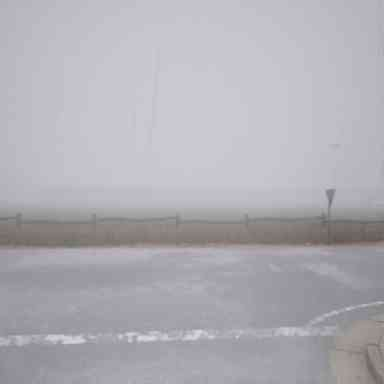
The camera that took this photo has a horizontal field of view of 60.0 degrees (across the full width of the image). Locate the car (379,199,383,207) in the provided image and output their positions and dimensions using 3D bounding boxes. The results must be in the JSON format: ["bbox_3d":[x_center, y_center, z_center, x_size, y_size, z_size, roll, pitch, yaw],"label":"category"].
[{"bbox_3d":[27.660,2.079,44.193,1.812,1.442,4.674,0,-1,-8],"label":"car"}]

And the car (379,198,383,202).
[{"bbox_3d":[30.649,2.100,50.145,1.882,1.535,5.008,0,0,8],"label":"car"}]

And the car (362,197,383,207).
[{"bbox_3d":[36.365,2.018,65.540,2.150,2.045,5.566,0,-1,-19],"label":"car"}]
